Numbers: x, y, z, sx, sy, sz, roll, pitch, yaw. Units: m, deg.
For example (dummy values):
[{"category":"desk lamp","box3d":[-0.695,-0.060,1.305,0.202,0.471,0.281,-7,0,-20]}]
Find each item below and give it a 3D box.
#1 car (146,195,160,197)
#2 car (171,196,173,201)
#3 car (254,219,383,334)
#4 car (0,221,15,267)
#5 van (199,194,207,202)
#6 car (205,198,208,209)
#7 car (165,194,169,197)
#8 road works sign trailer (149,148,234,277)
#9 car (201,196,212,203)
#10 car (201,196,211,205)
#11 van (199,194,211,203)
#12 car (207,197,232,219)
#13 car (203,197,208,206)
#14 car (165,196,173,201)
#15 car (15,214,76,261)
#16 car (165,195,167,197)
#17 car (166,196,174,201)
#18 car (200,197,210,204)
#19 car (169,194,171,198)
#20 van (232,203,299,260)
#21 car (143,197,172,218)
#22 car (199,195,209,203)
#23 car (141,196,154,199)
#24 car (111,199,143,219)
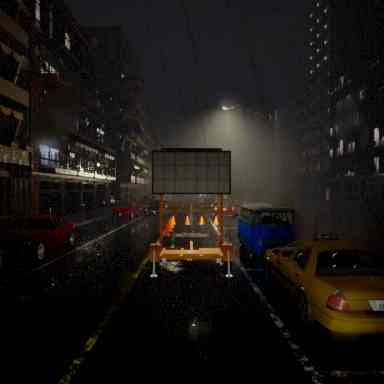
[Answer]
[{"category":"car","box3d":[-5.772,1.342,45.384,2.192,1.841,5.009,0,0,0]},{"category":"car","box3d":[-5.816,1.611,73.017,1.887,1.381,4.507,0,0,0]},{"category":"car","box3d":[2.674,1.526,6.881,1.752,1.417,4.829,0,0,0]},{"category":"car","box3d":[-5.705,1.526,6.528,1.752,1.417,4.829,0,0,0]},{"category":"van","box3d":[2.553,1.418,78.558,1.690,1.788,3.998,0,0,0]},{"category":"car","box3d":[2.628,1.542,34.514,1.752,1.417,4.829,0,0,0]},{"category":"car","box3d":[-5.798,1.488,61.963,1.967,1.590,4.097,0,0,0]},{"category":"road works sign trailer","box3d":[-0.018,0.465,10.231,2.380,3.560,2.880,0,0,0]},{"category":"car","box3d":[2.610,1.609,45.397,1.802,1.307,4.206,0,0,0]},{"category":"car","box3d":[2.582,1.574,62.146,1.752,1.417,4.829,0,0,0]},{"category":"van","box3d":[2.591,1.381,56.451,1.690,1.788,3.998,0,0,0]},{"category":"car","box3d":[2.637,1.452,28.817,1.967,1.590,4.097,0,0,0]},{"category":"car","box3d":[2.619,1.604,39.871,1.802,1.307,4.206,0,0,0]},{"category":"car","box3d":[-5.834,1.670,84.070,1.802,1.307,4.206,0,0,0]},{"category":"car","box3d":[-5.715,1.546,12.223,1.887,1.381,4.507,0,0,0]},{"category":"car","box3d":[-5.788,1.591,56.437,2.008,1.369,4.403,0,0,0]},{"category":"car","box3d":[-5.843,1.681,89.596,1.802,1.307,4.206,0,0,0]},{"category":"car","box3d":[2.574,1.623,67.504,1.947,1.339,4.313,0,0,0]},{"category":"car","box3d":[-5.807,1.623,67.490,1.947,1.339,4.313,0,0,0]},{"category":"van","box3d":[2.664,1.343,12.237,1.690,1.788,3.998,0,0,0]},{"category":"car","box3d":[-3.149,1.518,30.518,1.837,1.490,4.892,0,0,0]},{"category":"car","box3d":[2.563,1.507,73.030,1.967,1.590,4.097,0,0,0]},{"category":"car","box3d":[-5.761,1.547,39.688,1.752,1.417,4.829,0,0,0]},{"category":"car","box3d":[-5.743,1.557,28.804,1.887,1.381,4.507,0,0,0]}]
